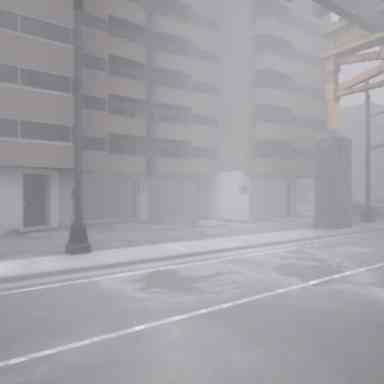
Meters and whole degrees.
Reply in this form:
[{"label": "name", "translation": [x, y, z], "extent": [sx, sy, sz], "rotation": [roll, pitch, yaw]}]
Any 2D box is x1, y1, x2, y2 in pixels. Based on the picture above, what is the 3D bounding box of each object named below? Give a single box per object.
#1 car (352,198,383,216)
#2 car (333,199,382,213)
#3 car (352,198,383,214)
[{"label": "car", "translation": [15.660, 1.436, 31.714], "extent": [2.038, 1.542, 4.974], "rotation": [0, 0, -11]}, {"label": "car", "translation": [15.650, 1.278, 31.765], "extent": [1.853, 1.218, 4.536], "rotation": [0, 0, -11]}, {"label": "car", "translation": [19.236, 1.434, 33.861], "extent": [4.974, 1.542, 2.038], "rotation": [0, 0, 34]}]
